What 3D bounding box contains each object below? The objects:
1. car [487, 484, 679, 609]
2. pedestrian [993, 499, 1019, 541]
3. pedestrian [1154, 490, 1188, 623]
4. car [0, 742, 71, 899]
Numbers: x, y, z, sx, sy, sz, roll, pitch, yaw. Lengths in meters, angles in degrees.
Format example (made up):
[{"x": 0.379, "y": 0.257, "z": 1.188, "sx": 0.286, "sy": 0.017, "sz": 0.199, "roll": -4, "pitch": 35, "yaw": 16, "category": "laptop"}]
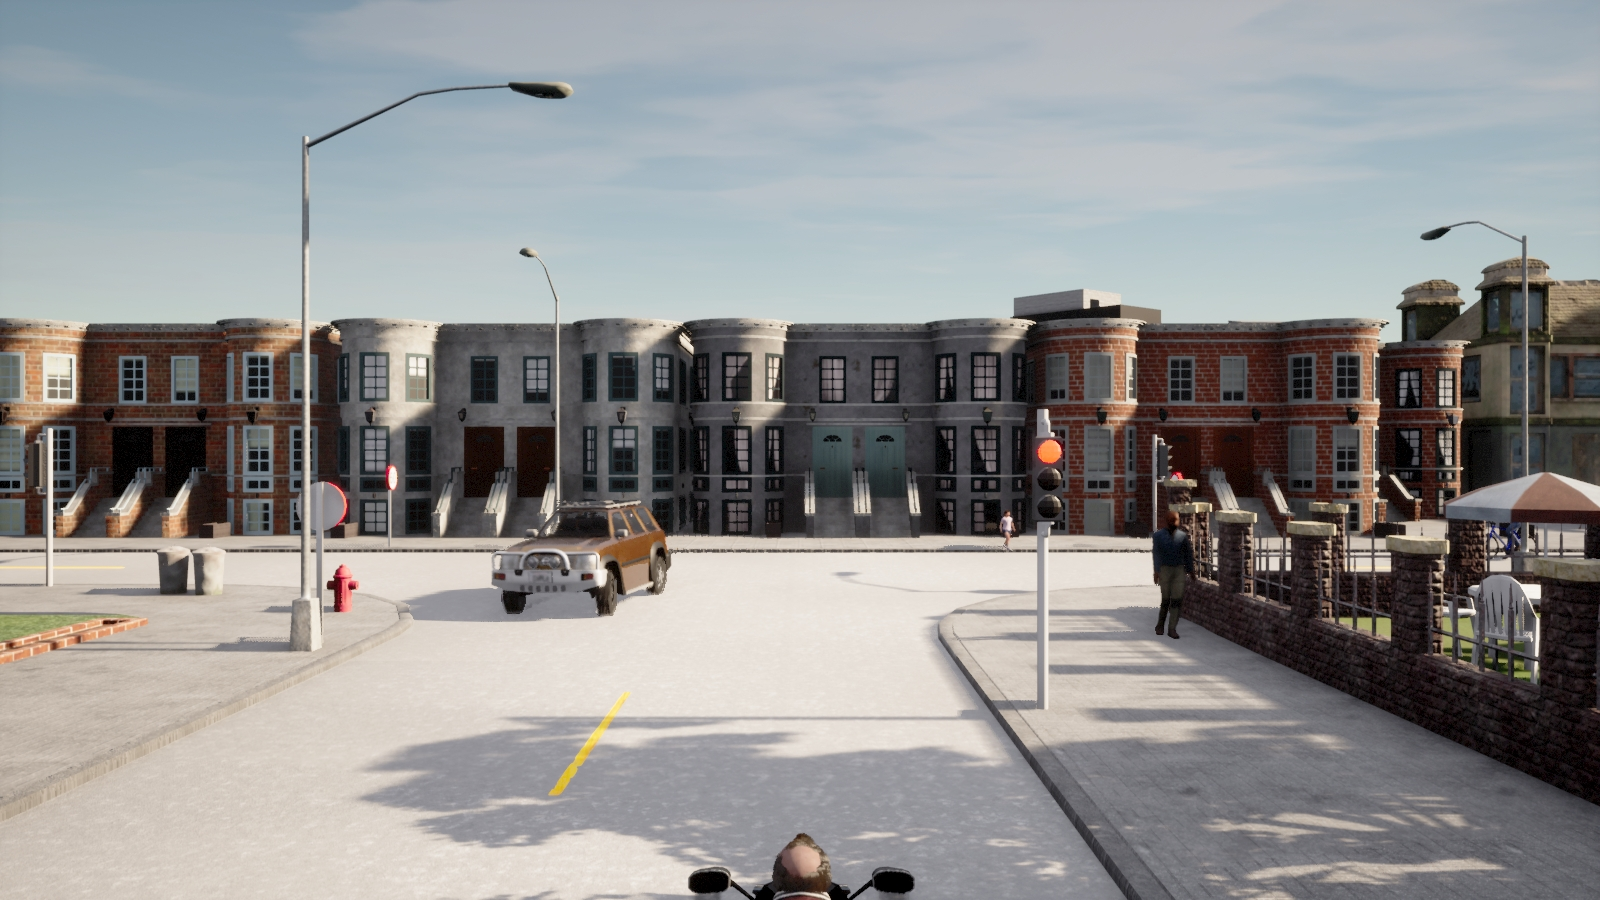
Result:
[{"x": -3.772, "y": 1.635, "z": 20.779, "sx": 1.932, "sy": 1.855, "sz": 4.605, "roll": -1, "pitch": 0, "yaw": 9, "category": "car"}, {"x": 5.596, "y": 1.892, "z": 31.057, "sx": 0.500, "sy": 1.100, "sz": 0.500, "roll": 0, "pitch": 0, "yaw": -21, "category": "pedestrian"}, {"x": 5.286, "y": 1.509, "z": 16.277, "sx": 0.375, "sy": 1.860, "sz": 0.375, "roll": 0, "pitch": 0, "yaw": 2, "category": "pedestrian"}, {"x": -4.002, "y": 1.897, "z": 2.619, "sx": 1.994, "sy": 1.385, "sz": 4.181, "roll": 0, "pitch": 0, "yaw": 0, "category": "car"}]
